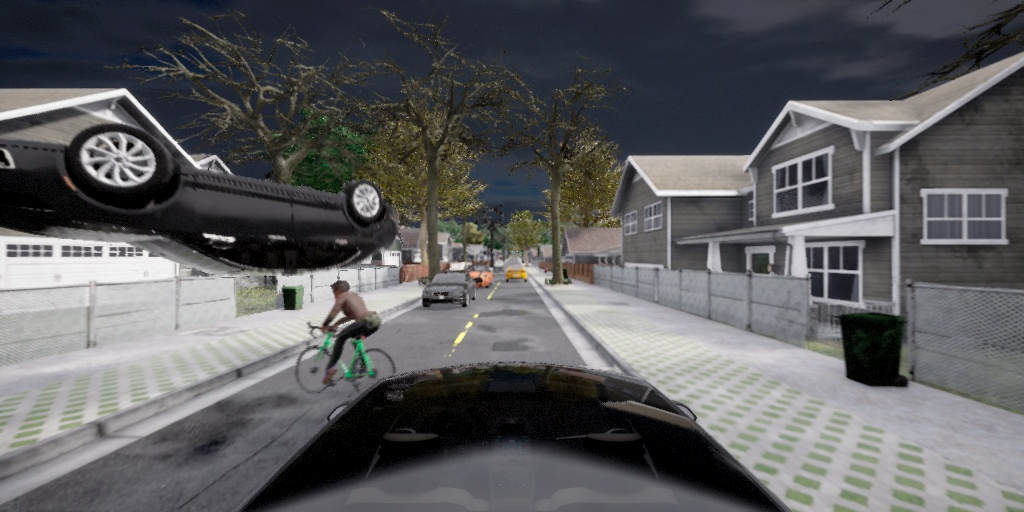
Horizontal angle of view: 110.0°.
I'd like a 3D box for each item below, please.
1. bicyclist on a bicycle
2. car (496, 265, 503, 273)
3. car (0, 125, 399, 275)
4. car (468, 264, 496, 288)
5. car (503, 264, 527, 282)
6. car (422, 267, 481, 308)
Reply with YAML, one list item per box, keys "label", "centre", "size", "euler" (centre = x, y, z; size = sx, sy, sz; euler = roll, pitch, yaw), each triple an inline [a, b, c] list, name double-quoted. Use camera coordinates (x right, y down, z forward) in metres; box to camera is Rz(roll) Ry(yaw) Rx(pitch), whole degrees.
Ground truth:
- label: "bicyclist on a bicycle"
  centre: [-2.371, 1.179, 5.118]
  size: [1.656, 1.620, 0.582]
  euler: [-1, -8, 14]
- label: "car"
  centre: [-2.257, 2.110, 59.752]
  size: [1.895, 1.301, 4.718]
  euler: [0, -1, 1]
- label: "car"
  centre: [-3.903, -0.460, 5.274]
  size: [1.837, 1.490, 4.892]
  euler: [1, 0, 28]
- label: "car"
  centre: [-2.581, 1.395, 26.553]
  size: [2.097, 1.767, 4.553]
  euler: [0, -1, 1]
- label: "car"
  centre: [0.411, 1.626, 34.427]
  size: [1.882, 1.535, 5.008]
  euler: [0, -1, 0]
- label: "car"
  centre: [-2.711, 1.424, 16.342]
  size: [1.837, 1.490, 4.892]
  euler: [0, -1, 1]
